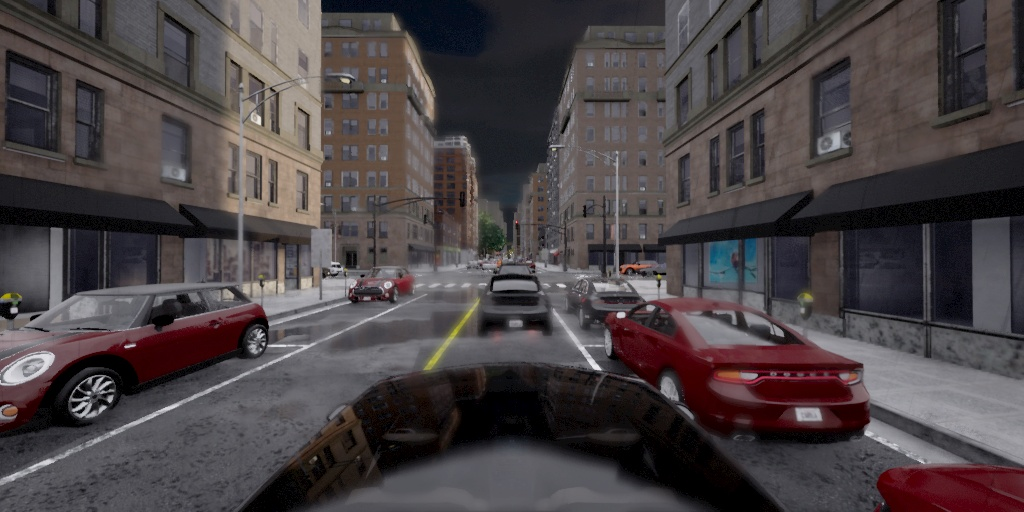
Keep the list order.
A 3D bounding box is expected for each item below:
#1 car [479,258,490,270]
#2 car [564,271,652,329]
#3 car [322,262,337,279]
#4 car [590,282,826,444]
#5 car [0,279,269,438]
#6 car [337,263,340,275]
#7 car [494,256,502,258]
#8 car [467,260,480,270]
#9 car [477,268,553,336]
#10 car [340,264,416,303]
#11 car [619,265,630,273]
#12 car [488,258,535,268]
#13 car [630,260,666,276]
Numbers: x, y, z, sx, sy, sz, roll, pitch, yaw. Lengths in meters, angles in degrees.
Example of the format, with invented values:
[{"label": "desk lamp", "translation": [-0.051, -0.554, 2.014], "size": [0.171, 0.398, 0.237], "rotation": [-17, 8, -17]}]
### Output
[{"label": "car", "translation": [-3.116, 1.386, 50.826], "size": [1.895, 1.301, 4.718], "rotation": [0, 0, 0]}, {"label": "car", "translation": [2.685, 1.303, 10.949], "size": [2.007, 1.370, 4.403], "rotation": [0, 0, 0]}, {"label": "car", "translation": [-17.471, 1.126, 29.232], "size": [5.008, 1.535, 1.882], "rotation": [0, 0, -2]}, {"label": "car", "translation": [2.676, 1.295, 5.457], "size": [1.888, 1.381, 4.507], "rotation": [0, 0, 0]}, {"label": "car", "translation": [-5.851, 1.190, 5.464], "size": [1.967, 1.591, 4.097], "rotation": [0, 0, 0]}, {"label": "car", "translation": [-18.361, 0.892, 32.475], "size": [5.566, 2.045, 2.150], "rotation": [0, 0, -1]}, {"label": "car", "translation": [-3.162, 1.156, 60.798], "size": [2.097, 1.767, 4.553], "rotation": [0, 0, 0]}, {"label": "car", "translation": [-5.901, 1.342, 54.812], "size": [2.007, 1.370, 4.403], "rotation": [0, 0, 0]}, {"label": "car", "translation": [0.058, 1.257, 10.374], "size": [1.837, 1.490, 4.892], "rotation": [0, 0, -1]}, {"label": "car", "translation": [-5.832, 1.194, 16.451], "size": [1.967, 1.591, 4.097], "rotation": [0, 0, 0]}, {"label": "car", "translation": [14.030, 1.219, 39.324], "size": [4.553, 1.767, 2.097], "rotation": [0, 0, 0]}, {"label": "car", "translation": [0.123, 1.107, 17.788], "size": [2.097, 1.767, 4.553], "rotation": [0, 0, 0]}, {"label": "car", "translation": [15.195, 1.392, 36.062], "size": [5.357, 1.411, 2.033], "rotation": [0, 0, 0]}]
